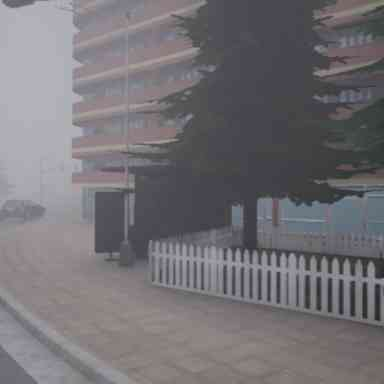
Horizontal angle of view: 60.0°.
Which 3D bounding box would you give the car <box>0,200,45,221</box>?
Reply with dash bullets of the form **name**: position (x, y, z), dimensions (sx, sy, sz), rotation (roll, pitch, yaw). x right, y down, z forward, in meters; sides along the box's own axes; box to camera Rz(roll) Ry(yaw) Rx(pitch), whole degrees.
- **car**: position (-14.103, 1.413, 27.939), dimensions (2.097, 1.767, 4.553), rotation (0, 0, -2)
